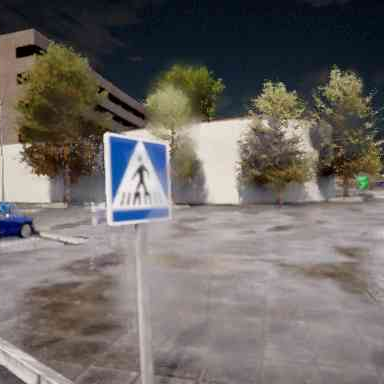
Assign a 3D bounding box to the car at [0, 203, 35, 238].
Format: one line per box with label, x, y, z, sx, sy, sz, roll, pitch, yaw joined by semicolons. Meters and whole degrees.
car;-8.790;1.293;13.631;2.097;1.535;5.008;1;0;18
